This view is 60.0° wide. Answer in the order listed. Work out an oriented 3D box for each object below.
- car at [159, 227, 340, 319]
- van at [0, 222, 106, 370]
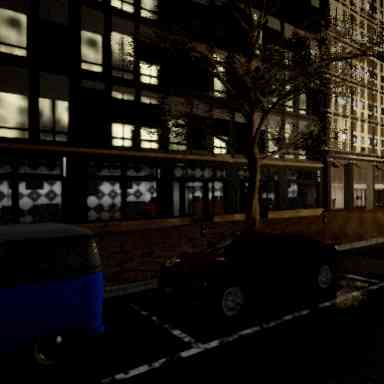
[{"bbox_3d":[1.408,1.505,7.294,4.507,1.381,1.887,-1,0,-36],"label":"car"},{"bbox_3d":[-3.104,1.343,4.065,3.998,1.788,1.690,-1,0,-35],"label":"van"}]
